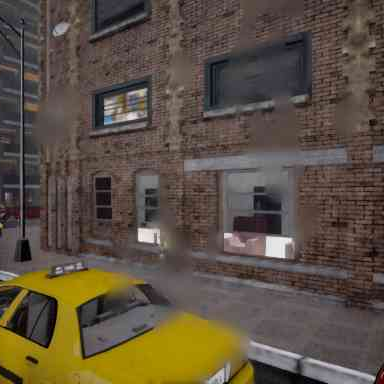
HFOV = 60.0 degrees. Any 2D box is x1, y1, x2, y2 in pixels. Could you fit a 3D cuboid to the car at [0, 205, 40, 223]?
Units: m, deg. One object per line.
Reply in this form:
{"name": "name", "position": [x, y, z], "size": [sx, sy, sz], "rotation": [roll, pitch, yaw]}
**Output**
{"name": "car", "position": [-14.800, 1.846, 29.170], "size": [1.812, 1.442, 4.674], "rotation": [0, -1, 35]}

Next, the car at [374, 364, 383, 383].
{"name": "car", "position": [3.083, 1.315, 0.678], "size": [5.009, 1.841, 2.192], "rotation": [0, 0, 36]}

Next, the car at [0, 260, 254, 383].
{"name": "car", "position": [-1.681, 1.525, 4.077], "size": [4.829, 1.417, 1.752], "rotation": [0, 0, 36]}
